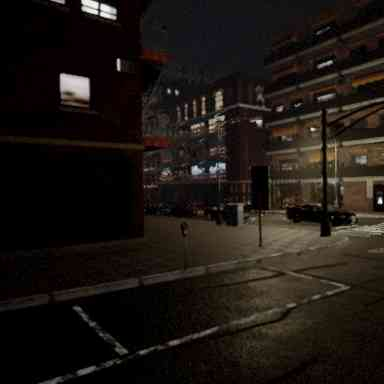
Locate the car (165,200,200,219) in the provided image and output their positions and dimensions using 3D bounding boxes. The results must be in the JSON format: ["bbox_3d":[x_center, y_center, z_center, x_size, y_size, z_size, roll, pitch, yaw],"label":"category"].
[{"bbox_3d":[-0.423,1.758,31.634,1.802,1.307,4.206,-2,1,-35],"label":"car"}]

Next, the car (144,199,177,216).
[{"bbox_3d":[-3.662,1.785,36.233,2.008,1.369,4.403,-2,1,-35],"label":"car"}]

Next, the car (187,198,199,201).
[{"bbox_3d":[-0.061,1.551,45.608,1.967,1.590,4.097,-2,1,-35],"label":"car"}]

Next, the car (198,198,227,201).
[{"bbox_3d":[3.182,1.618,41.010,1.947,1.339,4.313,-2,1,-35],"label":"car"}]

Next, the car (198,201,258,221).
[{"bbox_3d":[2.815,1.670,27.033,2.008,1.369,4.403,-2,1,-35],"label":"car"}]

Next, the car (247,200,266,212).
[{"bbox_3d":[6.420,1.545,36.410,2.008,1.369,4.403,-2,1,-35],"label":"car"}]

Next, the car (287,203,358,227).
[{"bbox_3d":[8.874,1.538,23.050,2.128,1.511,4.902,-2,1,-35],"label":"car"}]
